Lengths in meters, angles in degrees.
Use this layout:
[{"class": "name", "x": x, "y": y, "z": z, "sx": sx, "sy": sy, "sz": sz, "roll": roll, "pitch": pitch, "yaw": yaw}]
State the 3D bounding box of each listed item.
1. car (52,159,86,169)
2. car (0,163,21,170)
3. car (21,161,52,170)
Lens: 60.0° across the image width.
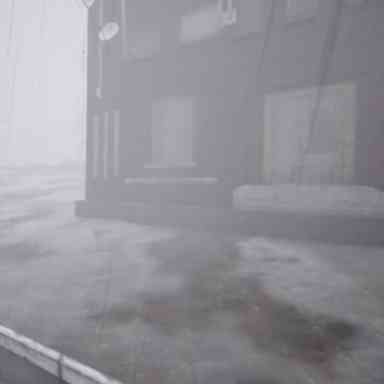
[{"class": "car", "x": -14.896, "y": -3.370, "z": 42.126, "sx": 4.553, "sy": 1.767, "sz": 2.185, "roll": 1, "pitch": 1, "yaw": 26}, {"class": "car", "x": -24.810, "y": -3.429, "z": 47.024, "sx": 4.674, "sy": 1.452, "sz": 2.002, "roll": 1, "pitch": 1, "yaw": 28}, {"class": "car", "x": -19.978, "y": -3.367, "z": 44.567, "sx": 4.892, "sy": 1.521, "sz": 2.231, "roll": 1, "pitch": 1, "yaw": 27}]
